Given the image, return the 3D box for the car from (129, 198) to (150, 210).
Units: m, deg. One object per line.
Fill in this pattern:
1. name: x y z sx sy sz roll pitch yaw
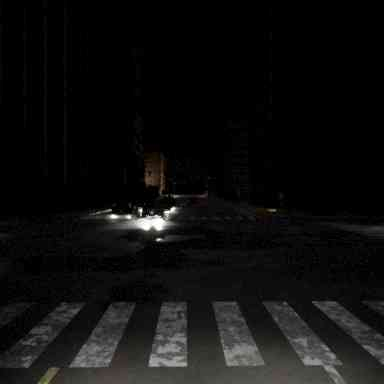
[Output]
1. car: -7.079 1.544 45.004 2.033 1.411 5.357 0 0 0

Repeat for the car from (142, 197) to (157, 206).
1. car: -7.034 1.597 55.264 1.895 1.301 4.718 0 0 1

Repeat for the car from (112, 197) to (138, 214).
1. car: -7.078 1.349 35.531 2.097 1.767 4.553 0 0 0

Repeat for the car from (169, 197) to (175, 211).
1. car: -3.581 1.561 40.961 1.994 1.385 4.181 0 0 0

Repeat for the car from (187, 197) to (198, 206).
1. car: 0.109 1.543 56.474 2.033 1.411 5.357 0 0 0

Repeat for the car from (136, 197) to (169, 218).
1. car: -3.478 1.490 30.446 2.128 1.511 4.902 0 0 -2
